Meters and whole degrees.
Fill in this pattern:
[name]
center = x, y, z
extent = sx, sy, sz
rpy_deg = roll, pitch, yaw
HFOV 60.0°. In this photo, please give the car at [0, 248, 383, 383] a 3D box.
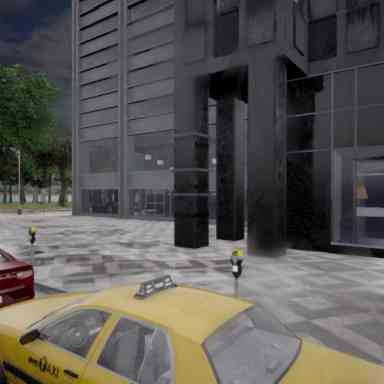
[car]
center = -0.558, 1.525, 3.361
extent = 4.829, 1.417, 1.752
rpy_deg = 0, 0, 36
